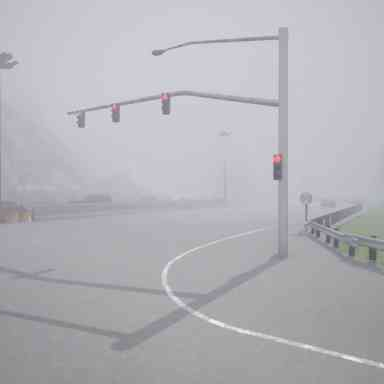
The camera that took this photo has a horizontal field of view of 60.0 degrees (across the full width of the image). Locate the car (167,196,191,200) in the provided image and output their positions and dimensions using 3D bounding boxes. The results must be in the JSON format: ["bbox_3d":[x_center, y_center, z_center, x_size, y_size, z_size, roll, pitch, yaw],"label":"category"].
[{"bbox_3d":[-1.534,1.544,53.749,1.895,1.301,4.718,0,0,30],"label":"car"}]

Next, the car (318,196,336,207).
[{"bbox_3d":[21.081,1.552,51.321,1.994,1.385,4.181,0,0,25],"label":"car"}]

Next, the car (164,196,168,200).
[{"bbox_3d":[-5.487,1.468,69.158,2.033,1.411,5.357,0,0,22],"label":"car"}]

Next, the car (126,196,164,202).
[{"bbox_3d":[-6.434,1.293,45.769,2.097,1.767,4.553,0,0,32],"label":"car"}]

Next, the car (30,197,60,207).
[{"bbox_3d":[-19.916,1.409,44.048,2.128,1.511,4.902,0,0,33],"label":"car"}]

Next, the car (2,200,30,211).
[{"bbox_3d":[-17.135,1.443,28.912,1.837,1.490,4.892,0,0,33],"label":"car"}]

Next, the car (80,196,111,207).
[{"bbox_3d":[-14.942,1.445,51.898,1.812,1.442,4.674,0,0,32],"label":"car"}]

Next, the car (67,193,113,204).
[{"bbox_3d":[-11.492,1.161,37.741,2.150,2.045,5.566,0,0,33],"label":"car"}]

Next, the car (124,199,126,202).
[{"bbox_3d":[-10.058,1.522,59.865,1.895,1.301,4.718,0,0,29],"label":"car"}]

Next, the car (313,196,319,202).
[{"bbox_3d":[28.103,1.521,72.927,2.033,1.411,5.357,0,0,7],"label":"car"}]

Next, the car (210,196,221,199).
[{"bbox_3d":[4.837,1.505,67.141,1.994,1.385,4.181,0,0,20],"label":"car"}]
